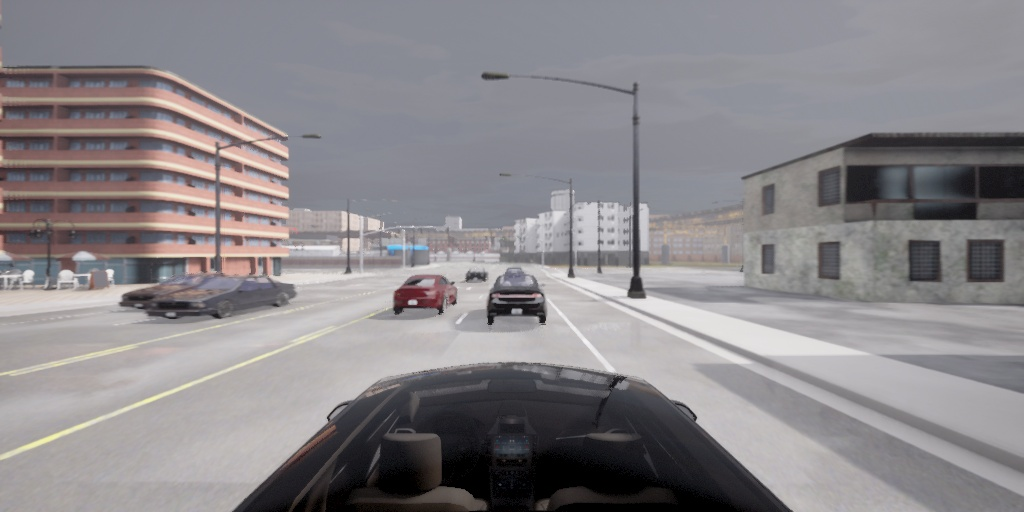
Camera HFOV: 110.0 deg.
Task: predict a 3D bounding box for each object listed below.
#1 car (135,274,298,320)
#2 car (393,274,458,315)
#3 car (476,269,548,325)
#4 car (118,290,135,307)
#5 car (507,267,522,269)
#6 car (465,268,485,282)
[{"bbox_3d":[-10.551,1.466,13.765,2.033,1.411,5.357,0,-1,0],"label":"car"},{"bbox_3d":[-3.347,1.438,14.417,1.812,1.442,4.674,0,-1,0],"label":"car"},{"bbox_3d":[0.145,1.371,12.437,2.128,1.511,4.902,0,-1,0],"label":"car"},{"bbox_3d":[-14.042,1.504,16.153,2.033,1.411,5.357,0,-1,0],"label":"car"},{"bbox_3d":[0.210,1.665,30.615,2.033,1.411,5.357,0,-1,0],"label":"car"},{"bbox_3d":[-3.276,1.772,34.509,1.895,1.301,4.718,0,-1,0],"label":"car"}]
